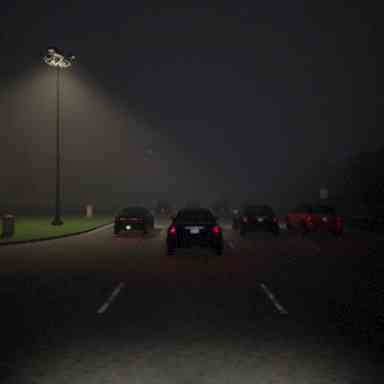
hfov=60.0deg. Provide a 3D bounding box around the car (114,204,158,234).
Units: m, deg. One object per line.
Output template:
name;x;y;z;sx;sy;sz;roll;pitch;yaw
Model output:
car;-3.400;1.654;20.201;1.837;1.490;4.892;0;0;0

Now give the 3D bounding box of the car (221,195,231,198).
car;6.998;1.731;68.628;2.150;2.045;5.566;0;0;0

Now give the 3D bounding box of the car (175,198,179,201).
car;-3.502;1.983;68.596;1.882;1.535;5.008;0;0;0

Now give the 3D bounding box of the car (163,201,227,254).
car;0.100;1.457;14.214;2.097;1.767;4.553;0;0;0

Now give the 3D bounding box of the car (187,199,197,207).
car;0.039;1.983;62.164;1.812;1.442;4.674;0;0;1

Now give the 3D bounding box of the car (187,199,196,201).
car;0.099;1.818;36.676;2.033;1.411;5.357;0;0;0

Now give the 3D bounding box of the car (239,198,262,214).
car;7.098;1.654;40.942;2.097;1.767;4.553;0;0;0

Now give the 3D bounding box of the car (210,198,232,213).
car;3.599;1.812;41.713;1.837;1.490;4.892;0;0;0

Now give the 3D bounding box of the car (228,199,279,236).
car;3.598;1.497;19.572;2.097;1.767;4.553;0;0;0

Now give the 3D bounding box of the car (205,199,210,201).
car;3.498;2.047;68.596;2.033;1.411;5.357;0;0;0

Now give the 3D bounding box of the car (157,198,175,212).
car;-3.402;1.807;40.988;1.837;1.490;4.892;0;0;0

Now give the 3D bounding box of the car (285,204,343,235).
car;7.100;1.500;19.913;2.097;1.767;4.553;0;0;0
